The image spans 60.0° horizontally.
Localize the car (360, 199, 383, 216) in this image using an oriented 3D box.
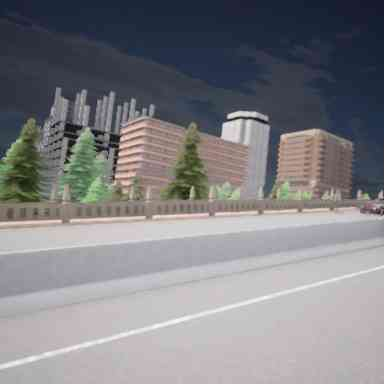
[{"bbox_3d":[19.804,1.521,35.307,4.553,1.767,2.097,0,0,-35],"label":"car"}]
